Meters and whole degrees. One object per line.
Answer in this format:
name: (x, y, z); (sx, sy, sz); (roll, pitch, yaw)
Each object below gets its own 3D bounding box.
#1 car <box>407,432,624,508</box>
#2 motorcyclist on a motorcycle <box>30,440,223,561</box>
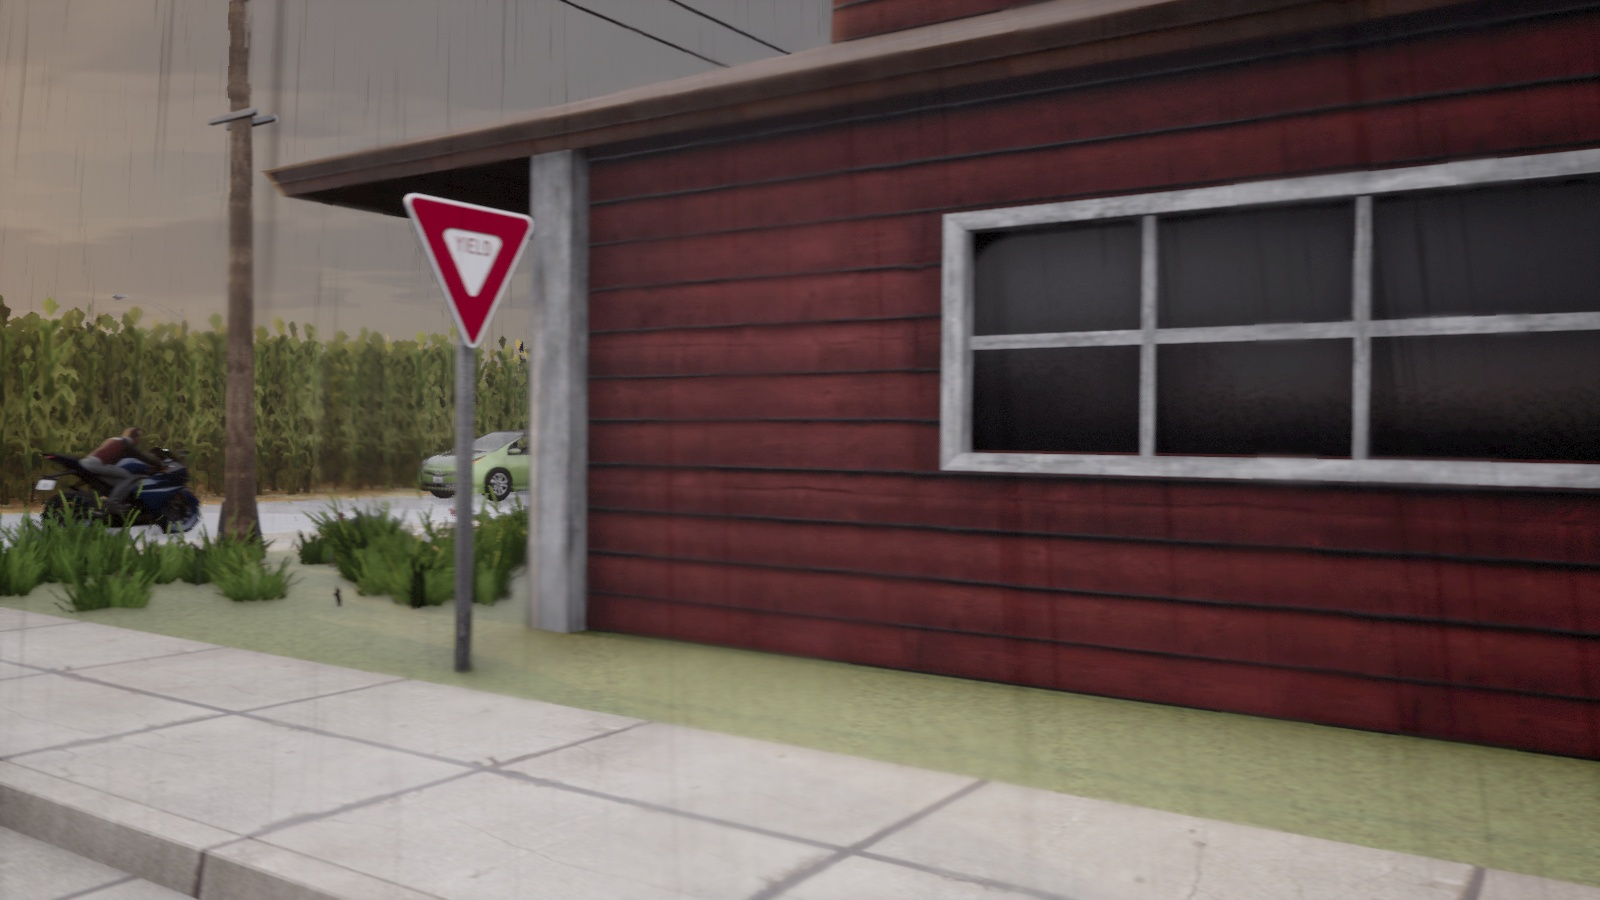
car: (-6.192, 0.374, 27.856); (2.007, 1.525, 4.514); (0, 1, 35)
motorcyclist on a motorcycle: (-9.146, 0.636, 17.164); (0.866, 1.530, 2.191); (0, 1, 29)
